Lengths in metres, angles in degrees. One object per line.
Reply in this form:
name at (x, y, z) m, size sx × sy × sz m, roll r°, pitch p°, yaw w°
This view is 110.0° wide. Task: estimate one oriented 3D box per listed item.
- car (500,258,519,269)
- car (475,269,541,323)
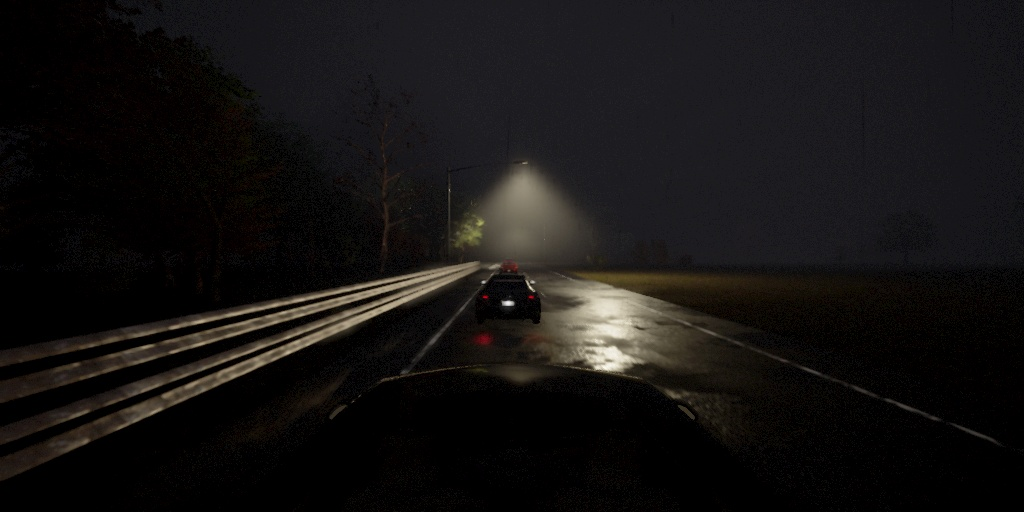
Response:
car at (-0.289, 1.241, 36.982) m, size 1.812 × 1.442 × 4.674 m, roll 0°, pitch 0°, yaw 0°
car at (-0.118, 1.305, 12.113) m, size 1.994 × 1.385 × 4.181 m, roll 0°, pitch 0°, yaw 0°
